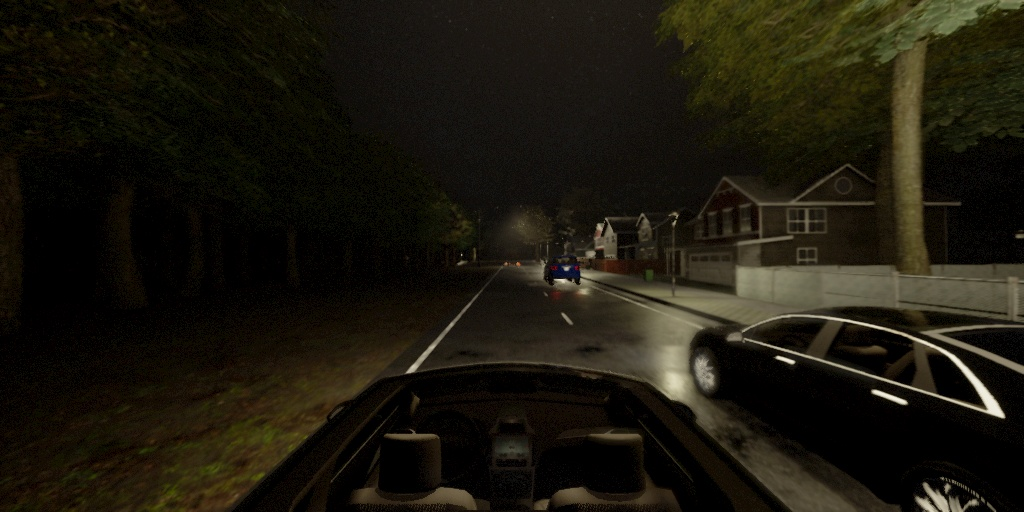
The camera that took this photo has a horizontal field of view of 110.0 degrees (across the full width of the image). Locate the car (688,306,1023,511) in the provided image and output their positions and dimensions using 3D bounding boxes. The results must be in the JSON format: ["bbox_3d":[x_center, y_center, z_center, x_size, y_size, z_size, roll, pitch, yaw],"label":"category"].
[{"bbox_3d":[3.599,1.254,3.545,1.837,1.490,4.892,0,0,0],"label":"car"}]

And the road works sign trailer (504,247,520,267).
[{"bbox_3d":[0.001,0.154,62.270,2.380,3.560,2.880,0,0,0],"label":"road works sign trailer"}]

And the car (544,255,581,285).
[{"bbox_3d":[3.599,0.959,26.323,2.150,2.045,5.566,0,0,0],"label":"car"}]
